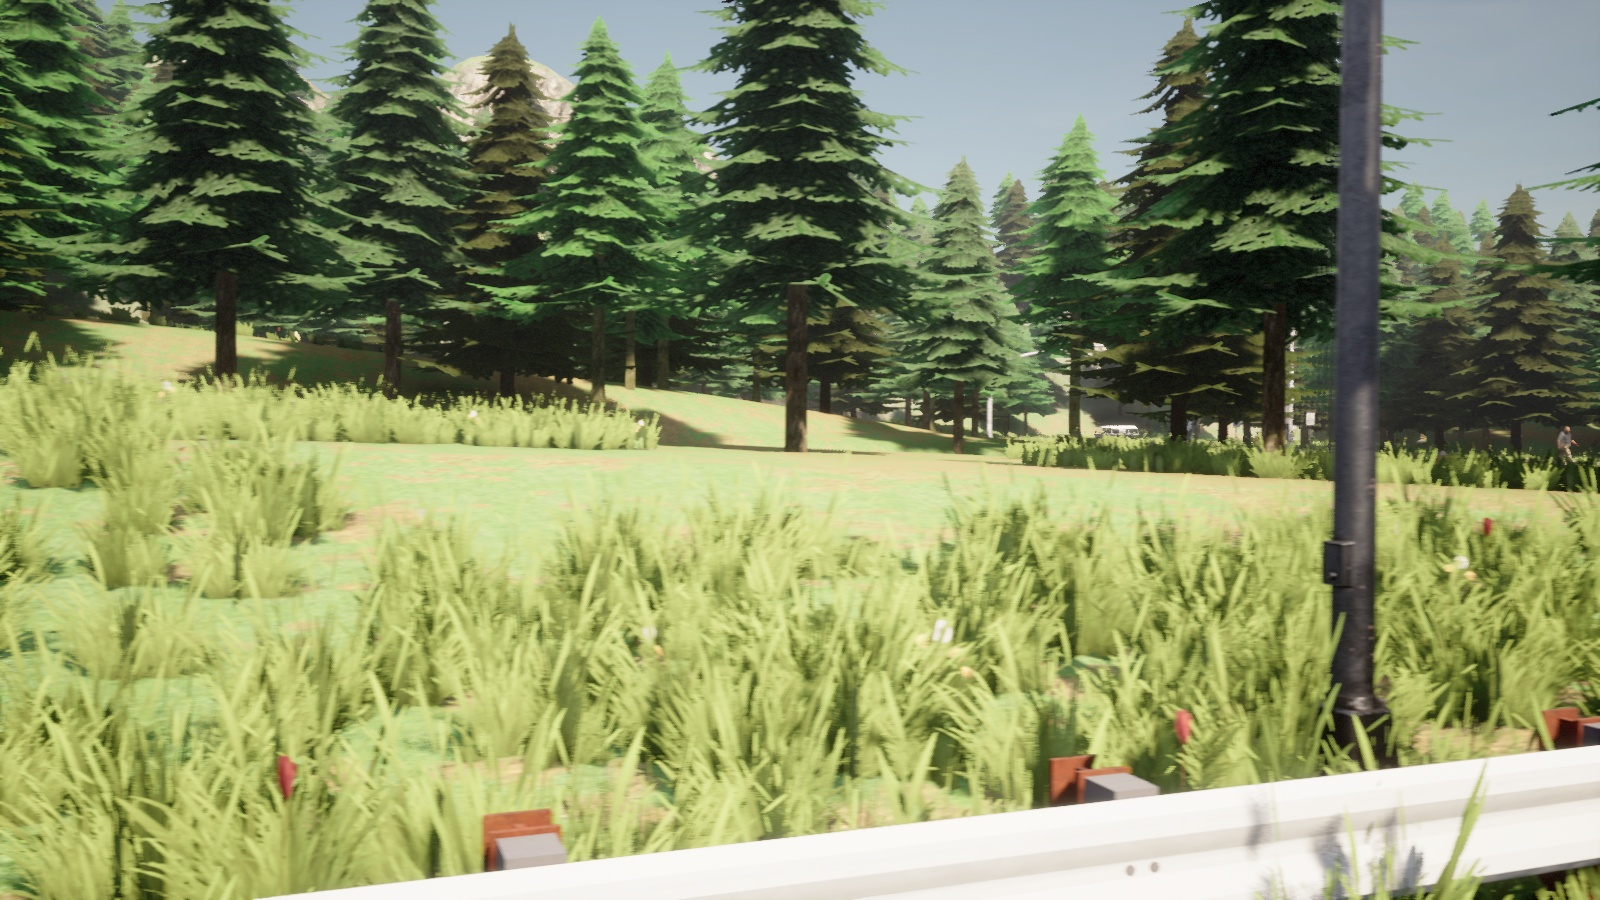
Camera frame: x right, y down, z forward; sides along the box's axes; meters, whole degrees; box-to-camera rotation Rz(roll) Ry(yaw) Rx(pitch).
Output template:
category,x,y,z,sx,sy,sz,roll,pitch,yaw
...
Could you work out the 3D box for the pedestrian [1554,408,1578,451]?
category,x,y,z,sx,sy,sz,roll,pitch,yaw
pedestrian,32.664,-0.875,53.557,0.540,1.848,0.694,-1,1,-24
